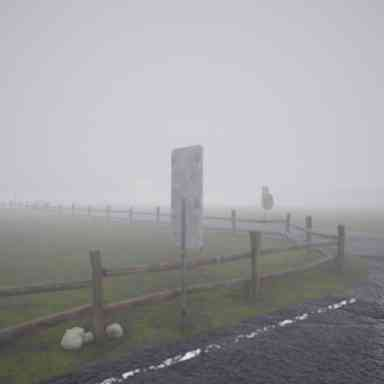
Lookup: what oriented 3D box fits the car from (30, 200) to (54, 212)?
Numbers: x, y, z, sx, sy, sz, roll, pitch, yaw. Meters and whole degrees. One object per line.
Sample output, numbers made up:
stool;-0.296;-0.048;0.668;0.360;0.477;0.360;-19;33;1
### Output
car;-21.893;1.944;48.465;2.097;1.767;4.553;1;-1;-44
